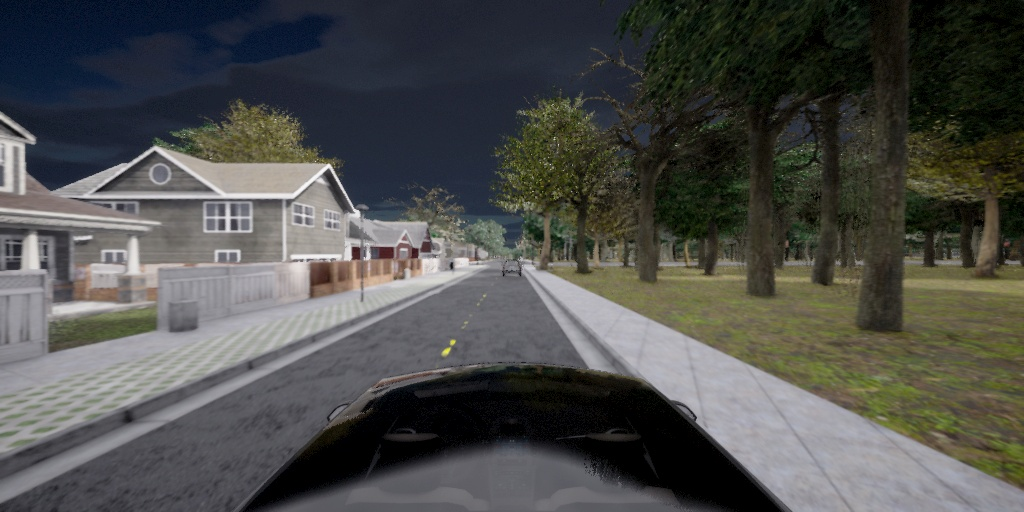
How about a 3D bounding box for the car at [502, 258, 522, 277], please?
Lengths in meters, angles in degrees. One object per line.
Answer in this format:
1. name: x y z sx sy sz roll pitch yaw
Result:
1. car: 0.000 1.092 35.865 2.033 1.649 4.856 0 0 0
